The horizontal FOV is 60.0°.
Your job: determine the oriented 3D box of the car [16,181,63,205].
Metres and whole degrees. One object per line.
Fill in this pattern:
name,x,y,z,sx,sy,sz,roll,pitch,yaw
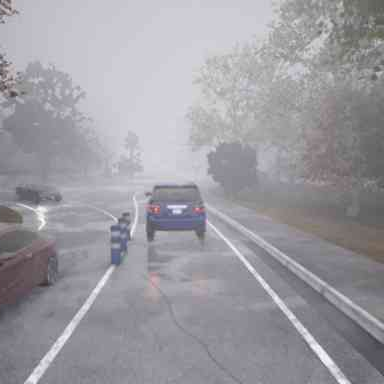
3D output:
car,-11.581,-0.006,25.077,4.892,1.490,1.837,5,7,42

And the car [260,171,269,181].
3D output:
car,8.882,-2.633,48.798,5.566,2.045,2.150,0,5,-14

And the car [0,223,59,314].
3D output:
car,-3.809,1.335,5.733,1.812,1.442,4.674,0,2,-3

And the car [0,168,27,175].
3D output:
car,-35.160,-4.012,65.182,1.895,1.301,4.718,4,6,35

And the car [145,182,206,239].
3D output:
car,-0.748,0.588,13.799,2.150,2.045,5.566,0,3,-5

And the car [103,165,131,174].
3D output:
car,-15.768,-4.730,70.047,5.566,2.045,2.150,0,6,3
